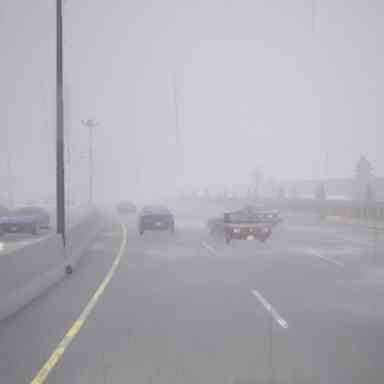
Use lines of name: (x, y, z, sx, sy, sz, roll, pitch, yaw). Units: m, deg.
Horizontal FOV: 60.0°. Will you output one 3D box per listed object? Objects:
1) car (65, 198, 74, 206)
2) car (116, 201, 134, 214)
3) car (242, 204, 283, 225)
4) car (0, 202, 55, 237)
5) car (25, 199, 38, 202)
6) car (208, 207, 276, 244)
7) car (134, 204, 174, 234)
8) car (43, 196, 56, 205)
car: (-22.031, 1.726, 59.008, 1.882, 1.535, 5.008, 0, 0, -18)
car: (-7.447, 1.673, 37.656, 1.994, 1.385, 4.181, 0, 0, -18)
car: (4.259, 1.556, 22.893, 2.033, 1.411, 5.357, 0, 0, -13)
car: (-9.438, 1.569, 19.030, 1.882, 1.535, 5.008, 0, 0, -13)
car: (-31.326, 1.917, 64.842, 1.895, 1.301, 4.718, 0, 0, -18)
car: (2.064, 1.616, 15.977, 1.895, 1.301, 4.718, 0, 0, -10)
car: (-2.250, 1.524, 19.751, 1.882, 1.535, 5.008, 0, 0, -12)
car: (-27.190, 1.646, 63.493, 2.097, 1.767, 4.553, 0, 0, -18)
